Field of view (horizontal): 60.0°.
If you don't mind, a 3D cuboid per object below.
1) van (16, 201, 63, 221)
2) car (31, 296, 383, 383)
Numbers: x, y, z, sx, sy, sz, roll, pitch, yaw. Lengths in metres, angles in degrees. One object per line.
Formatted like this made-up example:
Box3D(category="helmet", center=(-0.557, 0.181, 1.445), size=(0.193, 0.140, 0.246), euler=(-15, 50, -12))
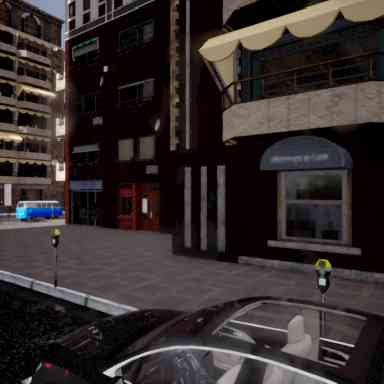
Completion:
Box3D(category="van", center=(-13.751, 1.707, 30.187), size=(1.690, 1.788, 3.998), euler=(-1, -2, 35))
Box3D(category="car", center=(0.504, 1.551, 2.515), size=(4.403, 1.369, 2.008), euler=(0, 0, 36))
